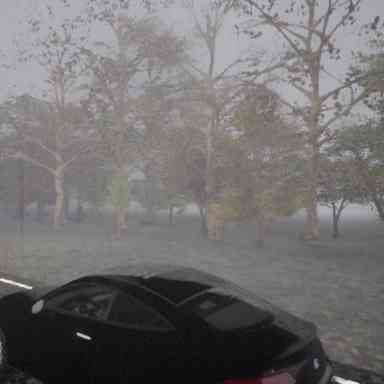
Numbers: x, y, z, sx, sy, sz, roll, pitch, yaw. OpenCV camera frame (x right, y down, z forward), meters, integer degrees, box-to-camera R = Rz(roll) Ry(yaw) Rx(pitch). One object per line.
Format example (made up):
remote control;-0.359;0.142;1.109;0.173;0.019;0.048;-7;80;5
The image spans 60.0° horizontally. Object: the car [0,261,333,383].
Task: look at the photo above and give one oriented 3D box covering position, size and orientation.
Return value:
car;-0.785;1.627;4.139;4.674;1.442;1.812;-1;-2;36
